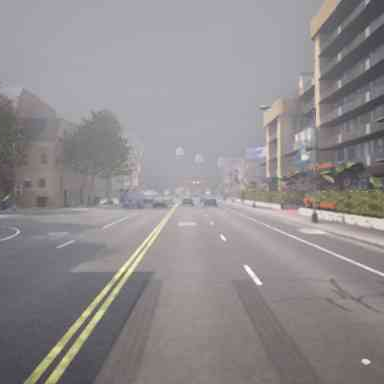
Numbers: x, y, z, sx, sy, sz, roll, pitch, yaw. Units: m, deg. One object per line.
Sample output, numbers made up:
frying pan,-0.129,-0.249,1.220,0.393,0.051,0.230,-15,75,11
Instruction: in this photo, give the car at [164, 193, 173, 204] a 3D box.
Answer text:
car,-4.469,1.481,61.948,1.812,1.442,4.674,0,0,0

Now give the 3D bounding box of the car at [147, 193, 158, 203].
car,-7.966,1.445,62.315,1.882,1.535,5.008,0,0,0

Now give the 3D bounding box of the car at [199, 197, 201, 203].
car,2.496,1.432,66.119,1.837,1.490,4.892,0,0,-1

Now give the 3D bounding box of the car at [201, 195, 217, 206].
car,2.799,1.418,51.848,1.882,1.535,5.008,0,0,0

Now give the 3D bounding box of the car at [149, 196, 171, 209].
car,-4.262,1.572,44.797,1.895,1.301,4.718,0,0,-1

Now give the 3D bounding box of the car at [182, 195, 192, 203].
car,-1.002,1.418,65.906,1.882,1.535,5.008,0,0,-1

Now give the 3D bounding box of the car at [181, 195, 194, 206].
car,-0.716,1.455,53.047,1.837,1.490,4.892,0,0,-1

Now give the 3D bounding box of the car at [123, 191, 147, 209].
car,-7.761,1.205,44.506,2.150,2.045,5.566,0,0,-1
